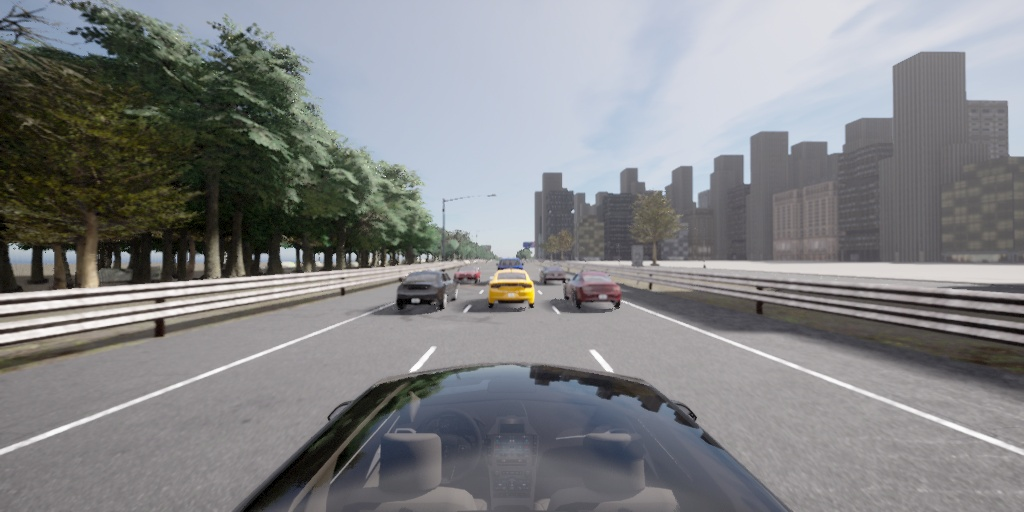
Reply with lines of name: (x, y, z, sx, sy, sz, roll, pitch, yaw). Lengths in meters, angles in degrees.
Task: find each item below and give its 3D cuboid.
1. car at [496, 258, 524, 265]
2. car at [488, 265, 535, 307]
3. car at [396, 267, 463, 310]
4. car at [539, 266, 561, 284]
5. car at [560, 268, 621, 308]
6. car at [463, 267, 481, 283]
car: (-0.162, 1.178, 29.647, 2.150, 2.045, 5.566, 0, 0, -1)
car: (-0.021, 1.359, 16.281, 1.882, 1.535, 5.008, 0, 0, 0)
car: (-3.523, 1.383, 15.530, 1.837, 1.490, 4.892, 0, 0, 0)
car: (3.338, 1.501, 29.640, 2.033, 1.411, 5.357, 0, 0, 0)
car: (3.477, 1.405, 15.973, 1.812, 1.442, 4.674, 0, 0, 0)
car: (-3.664, 1.556, 30.278, 1.895, 1.301, 4.718, 0, 0, 0)
